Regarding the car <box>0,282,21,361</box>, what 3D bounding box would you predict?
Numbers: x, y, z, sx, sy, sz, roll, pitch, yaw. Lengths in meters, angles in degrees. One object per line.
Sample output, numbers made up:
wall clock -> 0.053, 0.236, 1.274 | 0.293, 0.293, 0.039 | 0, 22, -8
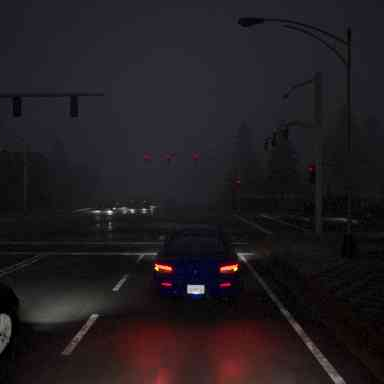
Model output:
car -> -3.442, 1.505, 2.947 | 1.837, 1.490, 4.892 | 0, 0, 0

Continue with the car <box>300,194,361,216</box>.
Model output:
car -> 13.055, 1.222, 31.104 | 5.566, 2.045, 2.150 | 0, 0, 0

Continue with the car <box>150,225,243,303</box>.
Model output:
car -> 0.129, 1.526, 8.082 | 1.812, 1.442, 4.674 | 0, 0, 2

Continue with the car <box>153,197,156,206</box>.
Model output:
car -> -7.148, 1.505, 55.487 | 1.837, 1.490, 4.892 | 0, 0, 0

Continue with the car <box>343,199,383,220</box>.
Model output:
car -> 15.878, 1.547, 27.606 | 5.357, 1.411, 2.033 | 0, 0, 0

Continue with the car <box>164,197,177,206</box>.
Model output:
car -> -3.476, 1.564, 54.659 | 1.994, 1.385, 4.181 | 0, 0, 0

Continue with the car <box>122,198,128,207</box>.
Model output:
car -> -10.659, 1.601, 51.384 | 1.895, 1.301, 4.718 | 0, 0, 0

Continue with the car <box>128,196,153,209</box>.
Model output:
car -> -7.159, 1.352, 46.346 | 2.097, 1.767, 4.553 | 0, 0, 0

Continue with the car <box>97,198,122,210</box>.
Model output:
car -> -10.654, 1.526, 42.285 | 1.812, 1.442, 4.674 | 0, 0, 0
